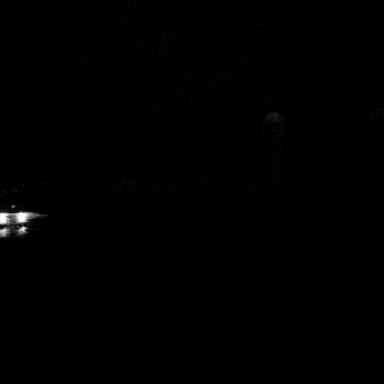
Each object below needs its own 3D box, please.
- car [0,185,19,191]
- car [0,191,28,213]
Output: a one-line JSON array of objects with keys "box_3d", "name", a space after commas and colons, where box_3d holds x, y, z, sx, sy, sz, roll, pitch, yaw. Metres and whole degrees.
[{"box_3d": [-25.671, -0.006, 46.821, 2.150, 2.045, 5.566, -1, 2, -29], "name": "car"}, {"box_3d": [-14.448, 0.872, 26.820, 1.994, 1.385, 4.181, -1, 2, -29], "name": "car"}]
